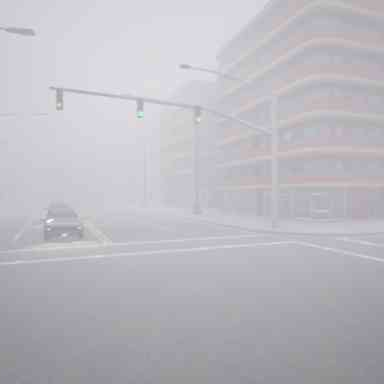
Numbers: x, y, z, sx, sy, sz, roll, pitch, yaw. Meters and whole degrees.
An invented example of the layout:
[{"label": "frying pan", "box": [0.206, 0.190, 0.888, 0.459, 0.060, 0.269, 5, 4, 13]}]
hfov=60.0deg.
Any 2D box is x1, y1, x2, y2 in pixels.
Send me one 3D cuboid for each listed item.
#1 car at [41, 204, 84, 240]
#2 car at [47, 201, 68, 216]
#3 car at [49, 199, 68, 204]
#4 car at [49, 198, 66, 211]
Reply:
[{"label": "car", "box": [-6.949, 1.615, 17.848, 2.033, 1.411, 5.357, 0, 0, -23]}, {"label": "car", "box": [-14.592, 1.708, 36.198, 1.994, 1.385, 4.181, 0, 0, -22]}, {"label": "car", "box": [-10.766, 1.611, 26.956, 1.837, 1.490, 4.892, 0, 0, -22]}, {"label": "car", "box": [-18.543, 1.674, 45.826, 2.128, 1.511, 4.902, 0, 0, -22]}]
